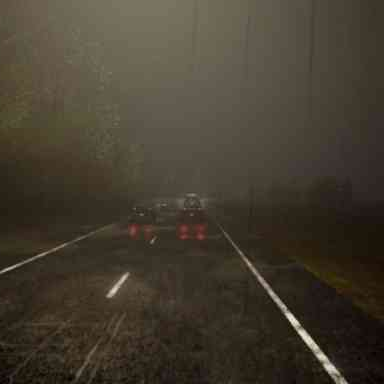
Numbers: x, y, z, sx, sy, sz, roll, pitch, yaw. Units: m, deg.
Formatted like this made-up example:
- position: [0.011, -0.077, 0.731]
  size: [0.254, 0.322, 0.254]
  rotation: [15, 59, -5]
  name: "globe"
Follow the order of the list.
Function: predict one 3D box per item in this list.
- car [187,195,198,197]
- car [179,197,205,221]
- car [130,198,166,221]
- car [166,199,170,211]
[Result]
- position: [0.036, 1.184, 38.978]
  size: [2.097, 1.767, 4.553]
  rotation: [0, 0, 1]
  name: "car"
- position: [0.001, 1.384, 25.808]
  size: [2.128, 1.511, 4.902]
  rotation: [0, 0, 0]
  name: "car"
- position: [-3.496, 1.384, 25.664]
  size: [2.128, 1.511, 4.902]
  rotation: [0, 0, 0]
  name: "car"
- position: [-3.482, 1.387, 37.446]
  size: [2.033, 1.411, 5.357]
  rotation: [0, 0, 0]
  name: "car"
